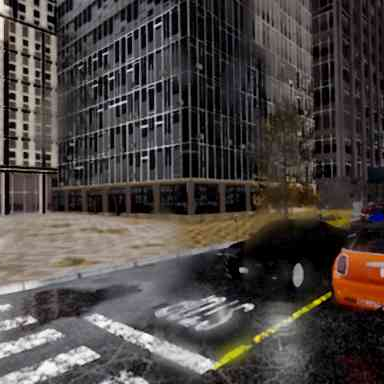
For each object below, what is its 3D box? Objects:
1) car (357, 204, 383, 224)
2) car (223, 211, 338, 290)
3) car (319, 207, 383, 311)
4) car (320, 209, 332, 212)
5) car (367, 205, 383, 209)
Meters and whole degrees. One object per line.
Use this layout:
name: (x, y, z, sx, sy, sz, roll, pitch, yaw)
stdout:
car: (14.734, 1.670, 26.334, 1.802, 1.307, 4.206, -1, -1, 43)
car: (2.890, 1.549, 9.605, 1.882, 1.535, 5.008, -2, -1, 43)
car: (4.665, 1.343, 6.959, 2.097, 1.767, 4.553, -2, -1, 43)
car: (7.103, 1.642, 18.014, 1.752, 1.417, 4.829, -1, -1, 43)
car: (11.707, 1.516, 19.215, 1.882, 1.535, 5.008, -2, 0, 43)
